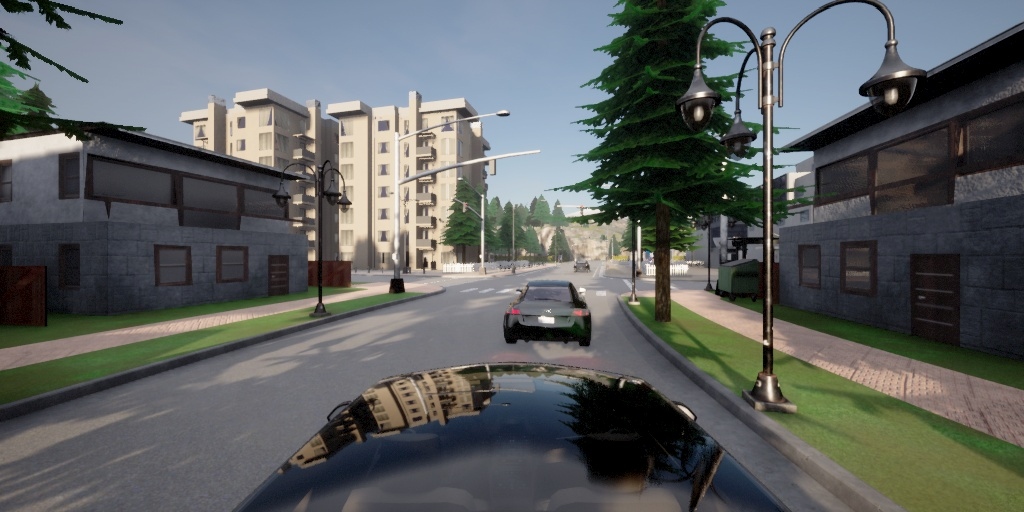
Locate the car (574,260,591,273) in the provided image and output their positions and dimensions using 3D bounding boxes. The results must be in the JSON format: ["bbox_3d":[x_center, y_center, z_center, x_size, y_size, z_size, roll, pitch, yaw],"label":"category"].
[{"bbox_3d":[8.802,1.276,45.011,2.128,1.511,4.902,0,0,14],"label":"car"}]

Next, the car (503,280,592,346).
[{"bbox_3d":[1.011,1.314,9.488,1.994,1.385,4.181,0,0,9],"label":"car"}]
